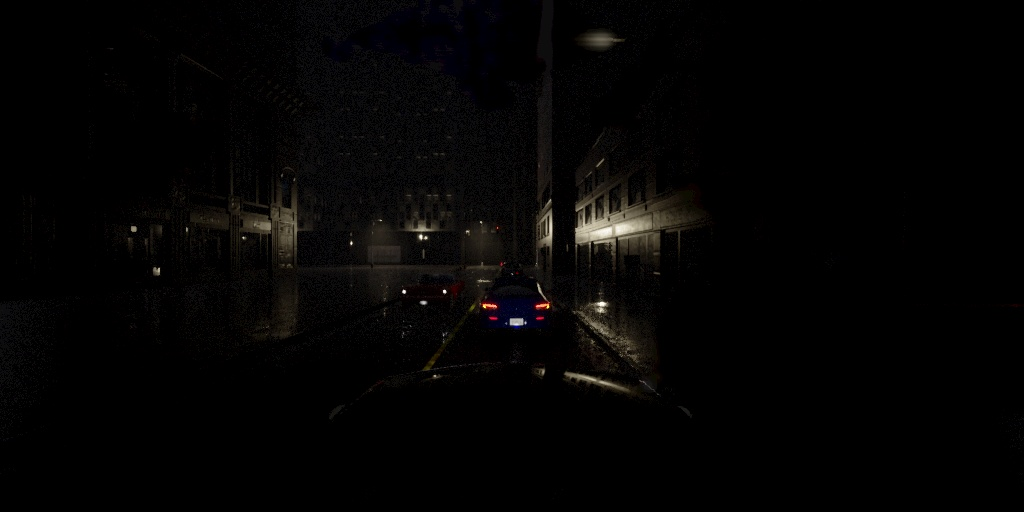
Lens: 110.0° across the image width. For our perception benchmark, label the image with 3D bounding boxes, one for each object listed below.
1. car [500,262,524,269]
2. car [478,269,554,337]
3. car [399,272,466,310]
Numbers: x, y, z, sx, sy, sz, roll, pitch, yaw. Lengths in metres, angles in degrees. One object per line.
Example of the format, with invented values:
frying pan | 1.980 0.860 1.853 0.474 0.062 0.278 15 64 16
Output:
car | 0.026 1.240 31.166 2.128 1.511 4.902 0 0 0
car | 0.082 1.275 10.147 1.812 1.442 4.674 0 0 0
car | -3.132 1.350 14.937 1.895 1.301 4.718 0 0 0
